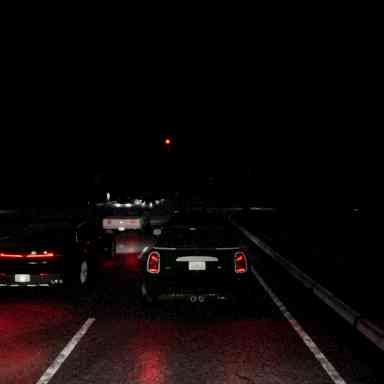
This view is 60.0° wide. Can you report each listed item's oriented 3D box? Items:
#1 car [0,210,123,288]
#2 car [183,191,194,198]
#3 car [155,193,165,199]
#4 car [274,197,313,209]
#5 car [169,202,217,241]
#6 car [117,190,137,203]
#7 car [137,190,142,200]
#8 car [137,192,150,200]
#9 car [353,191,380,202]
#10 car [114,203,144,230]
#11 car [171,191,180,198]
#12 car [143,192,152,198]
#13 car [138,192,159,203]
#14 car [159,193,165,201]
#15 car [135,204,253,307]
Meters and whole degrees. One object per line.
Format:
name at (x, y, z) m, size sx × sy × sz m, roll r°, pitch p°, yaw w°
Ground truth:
car at (-3.416, 1.468, 9.120) m, size 1.837 × 1.490 × 4.892 m, roll 0°, pitch 0°, yaw 0°
car at (-0.686, 0.709, 86.072) m, size 1.812 × 1.442 × 4.674 m, roll 0°, pitch 1°, yaw -4°
car at (-7.307, 0.871, 76.490) m, size 2.033 × 1.411 × 5.357 m, roll 0°, pitch 1°, yaw -1°
car at (12.124, 1.307, 39.143) m, size 4.718 × 1.301 × 1.895 m, roll 0°, pitch 1°, yaw -3°
car at (0.060, 1.388, 17.264) m, size 2.128 × 1.511 × 4.902 m, roll 0°, pitch 0°, yaw 1°
car at (-10.699, 0.929, 53.847) m, size 2.097 × 1.767 × 4.553 m, roll 0°, pitch 0°, yaw 0°
car at (-10.686, 0.710, 63.287) m, size 2.150 × 2.045 × 5.566 m, roll 0°, pitch 1°, yaw 0°
car at (-10.737, 0.895, 73.512) m, size 2.128 × 1.511 × 4.902 m, roll 0°, pitch 1°, yaw -1°
car at (21.874, 0.922, 39.711) m, size 5.566 × 2.045 × 2.150 m, roll 0°, pitch 1°, yaw -3°
car at (-3.437, 1.487, 18.441) m, size 1.895 × 1.301 × 4.718 m, roll 0°, pitch 0°, yaw 0°
car at (-4.146, 0.682, 85.372) m, size 1.882 × 1.535 × 5.008 m, roll 0°, pitch 1°, yaw -4°
car at (-11.073, 0.750, 83.734) m, size 1.812 × 1.442 × 4.674 m, roll 0°, pitch 1°, yaw -2°
car at (-7.204, 1.106, 55.995) m, size 2.033 × 1.411 × 5.357 m, roll 0°, pitch 1°, yaw 0°
car at (-7.176, 1.006, 66.063) m, size 2.033 × 1.411 × 5.357 m, roll 0°, pitch 1°, yaw 1°
car at (0.087, 1.323, 8.068) m, size 2.097 × 1.767 × 4.553 m, roll 0°, pitch 0°, yaw 0°
